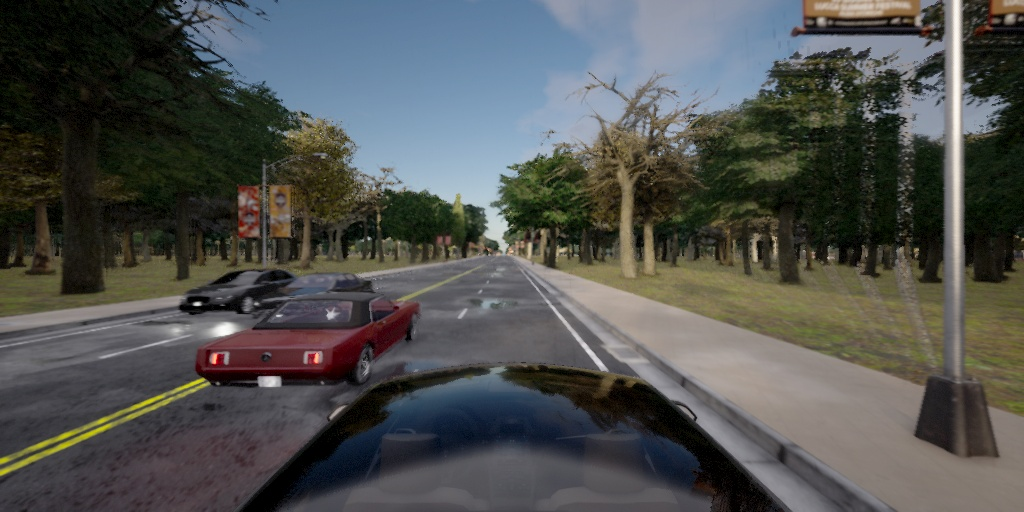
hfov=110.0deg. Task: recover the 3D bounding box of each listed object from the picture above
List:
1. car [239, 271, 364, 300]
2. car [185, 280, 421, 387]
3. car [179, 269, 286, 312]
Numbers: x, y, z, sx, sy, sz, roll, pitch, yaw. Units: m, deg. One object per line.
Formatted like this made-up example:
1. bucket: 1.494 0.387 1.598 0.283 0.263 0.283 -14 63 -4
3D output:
1. car: -6.667 1.297 12.848 2.033 1.411 5.357 0 0 0
2. car: -3.173 1.351 6.903 1.895 1.301 4.718 0 0 0
3. car: -9.925 1.265 13.706 1.837 1.490 4.892 0 0 0
